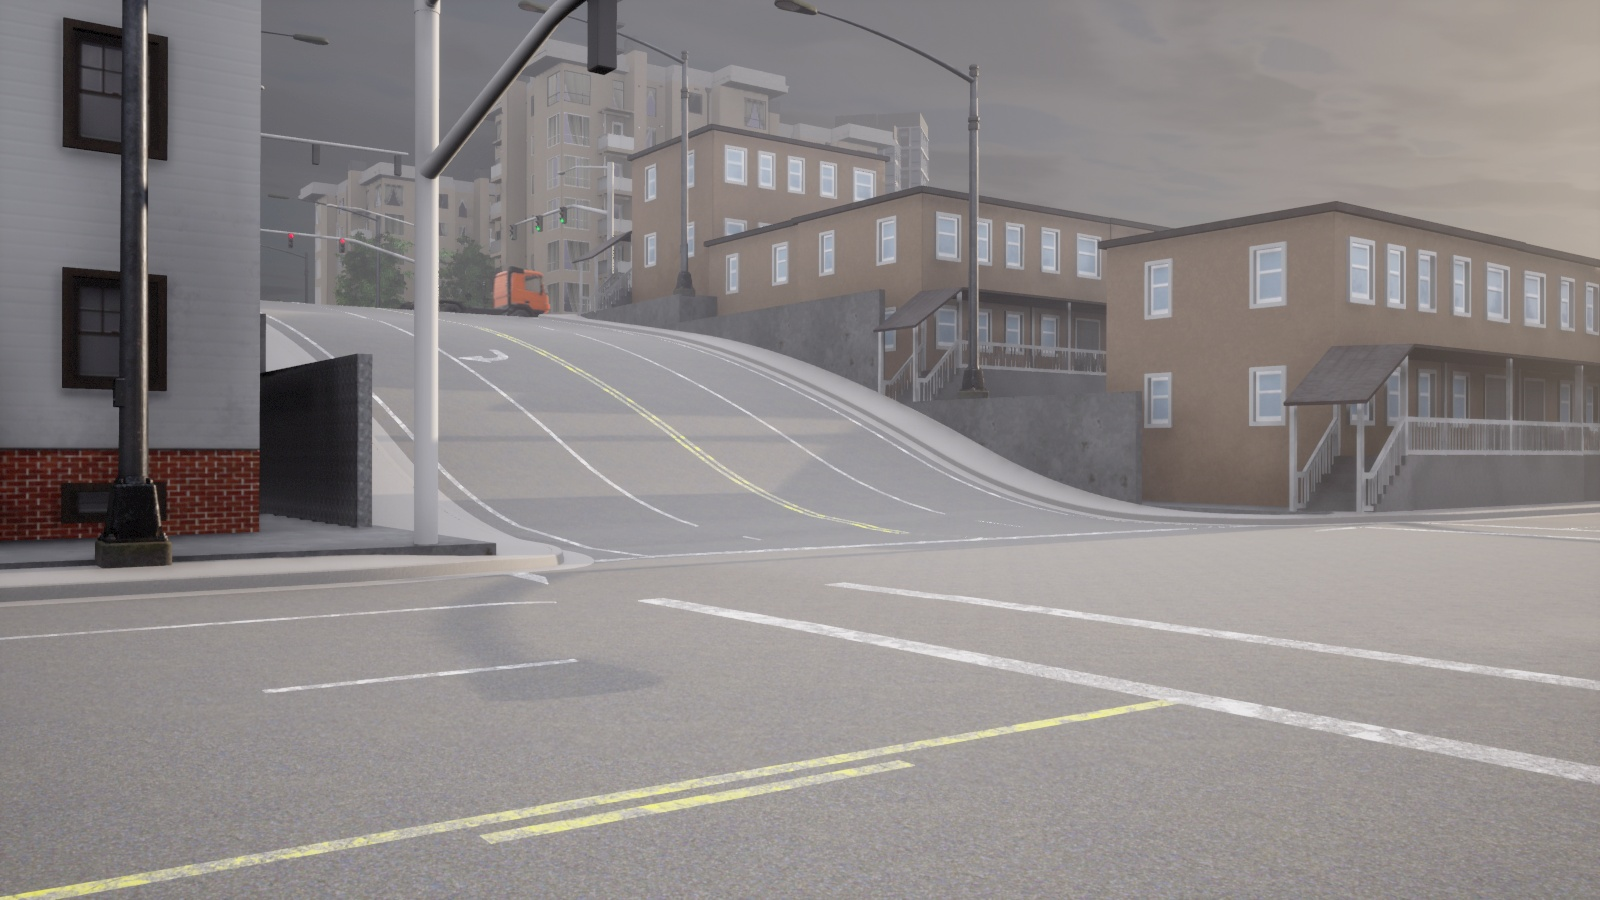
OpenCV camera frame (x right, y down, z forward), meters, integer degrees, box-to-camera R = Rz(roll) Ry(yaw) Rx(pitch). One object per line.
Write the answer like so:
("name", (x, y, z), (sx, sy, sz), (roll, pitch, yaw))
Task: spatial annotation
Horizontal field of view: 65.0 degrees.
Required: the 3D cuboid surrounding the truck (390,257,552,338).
("truck", (-17.639, -8.083, 67.565), (7.936, 3.462, 2.891), (1, -1, -35))
